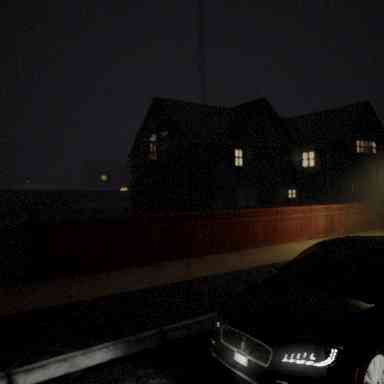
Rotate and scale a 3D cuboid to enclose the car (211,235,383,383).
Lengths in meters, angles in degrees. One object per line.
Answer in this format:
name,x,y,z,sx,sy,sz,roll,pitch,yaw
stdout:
car,2.483,1.467,4.834,4.892,1.490,1.837,0,0,-35
